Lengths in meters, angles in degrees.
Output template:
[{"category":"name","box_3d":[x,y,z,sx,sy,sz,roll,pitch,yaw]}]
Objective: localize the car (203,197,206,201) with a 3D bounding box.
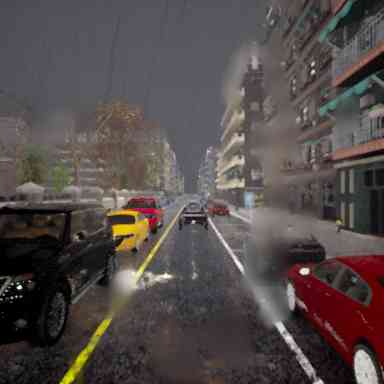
[{"category":"car","box_3d":[2.676,1.889,49.117,1.947,1.339,4.313,0,0,0]}]

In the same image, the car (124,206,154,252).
[{"category":"car","box_3d":[-3.004,1.571,14.473,1.882,1.535,5.008,0,0,0]}]

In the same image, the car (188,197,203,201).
[{"category":"car","box_3d":[0.089,1.796,46.571,2.128,1.511,4.902,0,-1,0]}]

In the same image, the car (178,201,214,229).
[{"category":"car","box_3d":[0.094,1.638,22.646,2.128,1.511,4.902,0,0,0]}]

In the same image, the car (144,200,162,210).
[{"category":"car","box_3d":[-5.704,1.874,49.114,2.008,1.369,4.403,0,0,0]}]

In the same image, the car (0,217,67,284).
[{"category":"car","box_3d":[-5.696,1.612,10.369,1.887,1.381,4.507,0,0,0]}]

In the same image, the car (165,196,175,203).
[{"category":"car","box_3d":[-5.713,1.909,87.861,2.192,1.841,5.009,0,0,0]}]

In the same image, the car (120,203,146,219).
[{"category":"car","box_3d":[-5.701,1.793,32.509,1.802,1.307,4.206,0,0,0]}]

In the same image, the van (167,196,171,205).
[{"category":"van","box_3d":[-5.709,1.779,65.720,1.690,1.788,3.998,0,0,0]}]

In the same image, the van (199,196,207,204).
[{"category":"van","box_3d":[2.668,1.895,82.328,1.690,1.788,3.998,0,0,0]}]

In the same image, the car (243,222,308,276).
[{"category":"car","box_3d":[2.684,1.618,10.371,2.008,1.369,4.403,0,0,0]}]

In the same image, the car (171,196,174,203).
[{"category":"car","box_3d":[-5.710,1.792,71.256,2.192,1.841,5.009,0,0,0]}]

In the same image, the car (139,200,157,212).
[{"category":"car","box_3d":[-5.703,1.809,43.409,1.752,1.417,4.829,0,0,0]}]

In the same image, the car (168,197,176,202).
[{"category":"car","box_3d":[-5.713,2.199,93.395,1.947,1.339,4.313,0,0,0]}]

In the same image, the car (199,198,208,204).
[{"category":"car","box_3d":[2.671,2.081,76.791,1.947,1.339,4.313,0,0,0]}]

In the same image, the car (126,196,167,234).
[{"category":"car","box_3d":[-3.033,1.355,20.744,2.150,2.045,5.566,0,0,1]}]

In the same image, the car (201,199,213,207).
[{"category":"car","box_3d":[2.674,1.965,60.186,1.947,1.339,4.313,0,0,0]}]

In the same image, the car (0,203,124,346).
[{"category":"car","box_3d":[-3.084,1.268,6.762,2.150,2.045,5.566,0,-1,0]}]

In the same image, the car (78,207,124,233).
[{"category":"car","box_3d":[-5.699,1.720,21.438,1.802,1.307,4.206,0,0,0]}]

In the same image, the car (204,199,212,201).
[{"category":"car","box_3d":[2.678,1.792,38.046,1.887,1.381,4.507,0,0,0]}]

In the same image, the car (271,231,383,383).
[{"category":"car","box_3d":[2.685,1.576,4.836,1.887,1.381,4.507,0,0,0]}]

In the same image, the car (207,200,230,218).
[{"category":"car","box_3d":[2.680,1.755,32.511,1.887,1.381,4.507,0,0,0]}]
